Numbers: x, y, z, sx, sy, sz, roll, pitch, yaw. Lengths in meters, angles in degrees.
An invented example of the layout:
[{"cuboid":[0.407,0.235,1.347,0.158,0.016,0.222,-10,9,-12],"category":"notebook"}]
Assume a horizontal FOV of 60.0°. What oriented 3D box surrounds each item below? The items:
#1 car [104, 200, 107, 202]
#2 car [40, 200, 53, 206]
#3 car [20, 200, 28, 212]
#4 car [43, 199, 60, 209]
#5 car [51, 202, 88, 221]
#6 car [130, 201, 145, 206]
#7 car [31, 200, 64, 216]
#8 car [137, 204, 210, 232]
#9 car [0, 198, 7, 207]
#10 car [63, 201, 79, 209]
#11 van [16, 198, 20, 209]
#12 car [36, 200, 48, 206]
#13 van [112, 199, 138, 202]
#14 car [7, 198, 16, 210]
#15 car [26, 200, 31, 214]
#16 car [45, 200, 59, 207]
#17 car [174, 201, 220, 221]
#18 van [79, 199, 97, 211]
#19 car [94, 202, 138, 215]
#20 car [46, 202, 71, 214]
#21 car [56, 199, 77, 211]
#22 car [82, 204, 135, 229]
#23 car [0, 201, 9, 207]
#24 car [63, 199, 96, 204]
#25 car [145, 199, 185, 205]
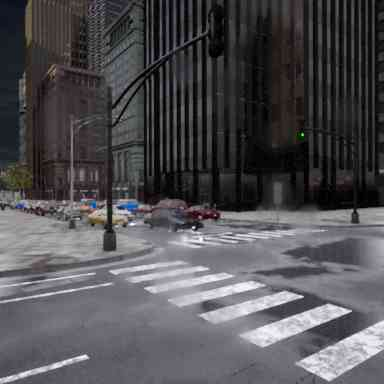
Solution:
[{"cuboid":[-11.133,1.873,46.080,2.192,1.841,5.009,-1,0,-35],"category":"car"},{"cuboid":[-34.674,2.659,79.212,1.947,1.339,4.313,-1,0,-35],"category":"car"},{"cuboid":[-23.299,2.156,48.452,1.967,1.590,4.097,-1,0,-35],"category":"car"},{"cuboid":[-27.011,2.238,63.831,2.097,1.767,4.553,0,-1,-35],"category":"car"},{"cuboid":[-11.986,2.003,32.515,2.008,1.369,4.403,-1,0,-35],"category":"car"},{"cuboid":[-5.249,2.002,37.777,1.802,1.307,4.206,-1,0,-35],"category":"car"},{"cuboid":[-17.647,1.900,40.484,2.192,1.841,5.009,-1,0,-35],"category":"car"},{"cuboid":[-1.414,1.790,22.180,2.033,1.411,5.357,0,-1,-35],"category":"car"},{"cuboid":[-41.221,2.667,73.707,1.887,1.381,4.507,-1,0,-35],"category":"car"},{"cuboid":[-22.630,2.405,62.242,1.802,1.307,4.206,-1,0,-35],"category":"car"},{"cuboid":[-26.129,2.123,52.436,1.690,1.788,3.998,-1,0,-35],"category":"van"},{"cuboid":[-37.684,2.709,83.454,2.008,1.369,4.403,-1,0,-35],"category":"car"},{"cuboid":[-8.194,1.830,41.929,1.690,1.788,3.998,-1,0,-35],"category":"van"},{"cuboid":[-31.886,2.354,60.550,1.967,1.590,4.097,-1,0,-35],"category":"car"},{"cuboid":[-20.470,2.196,44.468,1.887,1.381,4.507,-1,0,-35],"category":"car"},{"cuboid":[-31.662,2.594,74.969,1.947,1.339,4.313,-1,0,-35],"category":"car"},{"cuboid":[0.630,1.826,29.473,1.887,1.381,4.507,-1,0,-35],"category":"car"},{"cuboid":[-17.012,2.036,54.384,1.690,1.788,3.998,-1,0,-35],"category":"van"},{"cuboid":[-7.012,1.901,30.122,1.812,1.442,4.674,0,-1,-35],"category":"car"},{"cuboid":[-18.871,2.145,46.918,2.128,1.511,4.902,0,-1,-35],"category":"car"},{"cuboid":[-20.765,2.095,55.051,2.097,1.767,4.553,0,-1,-36],"category":"car"},{"cuboid":[-6.233,1.842,24.408,1.752,1.417,4.829,-1,0,-35],"category":"car"},{"cuboid":[-44.332,2.771,78.092,1.802,1.307,4.206,-1,0,-35],"category":"car"},{"cuboid":[-12.890,1.865,38.417,2.097,1.767,4.553,0,-1,-35],"category":"car"},{"cuboid":[-2.315,1.666,33.625,2.192,1.841,5.009,-1,0,-35],"category":"car"}]
